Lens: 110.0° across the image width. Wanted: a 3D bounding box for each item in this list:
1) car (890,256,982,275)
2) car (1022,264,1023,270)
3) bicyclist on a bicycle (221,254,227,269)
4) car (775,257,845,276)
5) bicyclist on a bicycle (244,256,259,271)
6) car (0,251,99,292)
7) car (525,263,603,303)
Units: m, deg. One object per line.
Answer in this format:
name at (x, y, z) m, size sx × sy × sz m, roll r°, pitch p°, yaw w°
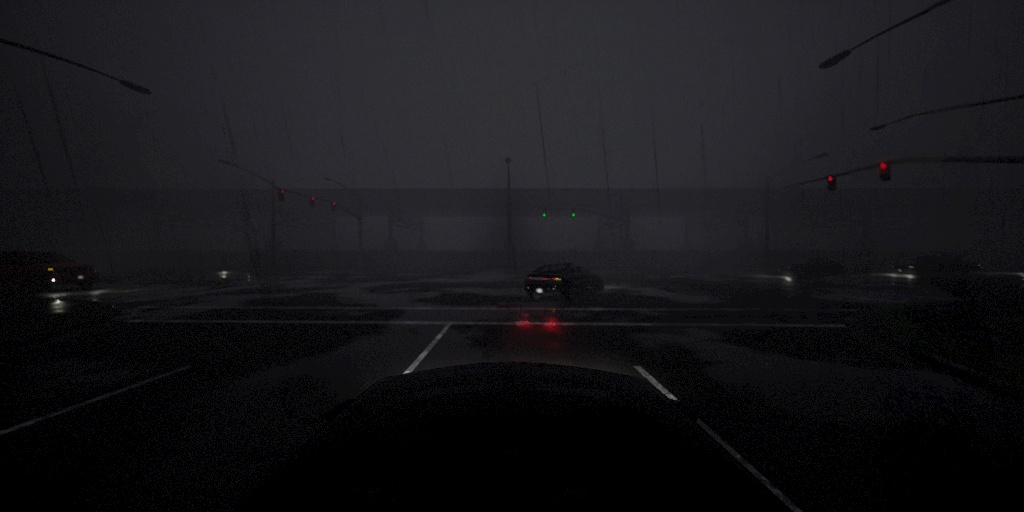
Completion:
car at (33.232, 0.735, 28.152) m, size 5.357 × 1.411 × 2.033 m, roll -1°, pitch 1°, yaw 2°
car at (42.947, 0.561, 27.868) m, size 4.674 × 1.442 × 1.812 m, roll -1°, pitch 1°, yaw 2°
bicyclist on a bicycle at (-31.520, 0.608, 39.277) m, size 0.582 × 1.620 × 1.656 m, roll 0°, pitch 1°, yaw -33°
car at (23.558, 0.824, 28.438) m, size 4.674 × 1.442 × 1.812 m, roll -1°, pitch 1°, yaw 2°
bicyclist on a bicycle at (-26.972, 0.785, 37.180) m, size 0.582 × 1.620 × 1.656 m, roll 0°, pitch 1°, yaw 14°
car at (-25.590, 0.765, 19.180) m, size 5.566 × 2.045 × 2.150 m, roll 0°, pitch 1°, yaw 4°
car at (2.365, 1.054, 15.475) m, size 2.128 × 1.511 × 4.902 m, roll -1°, pitch 0°, yaw 33°
